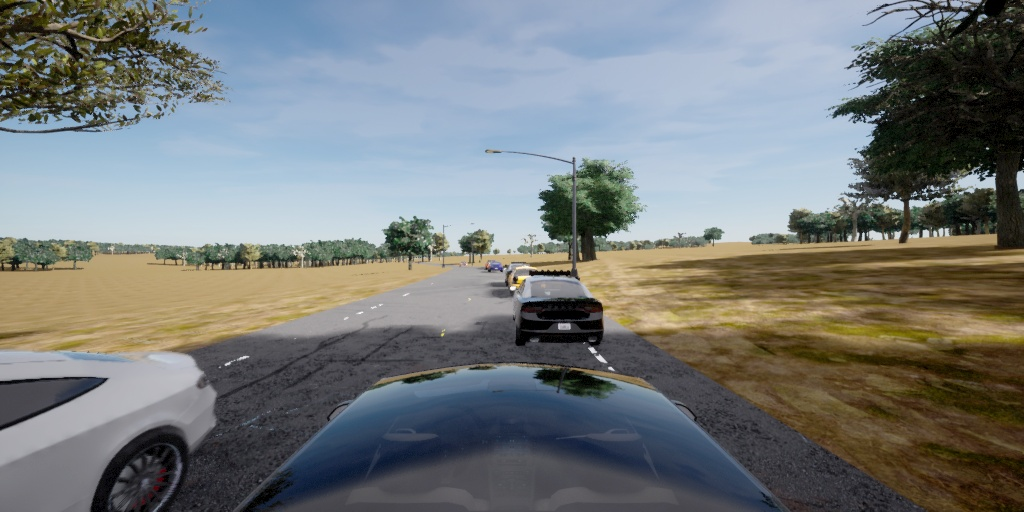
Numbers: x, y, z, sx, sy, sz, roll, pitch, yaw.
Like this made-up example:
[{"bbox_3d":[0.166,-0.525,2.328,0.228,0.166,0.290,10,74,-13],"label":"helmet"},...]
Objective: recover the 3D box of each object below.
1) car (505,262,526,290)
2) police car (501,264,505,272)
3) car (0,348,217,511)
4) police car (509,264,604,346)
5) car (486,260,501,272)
[{"bbox_3d":[0.718,1.241,19.773,1.801,1.575,5.366,0,0,-2],"label":"car"},{"bbox_3d":[0.460,1.223,25.722,1.930,1.638,5.238,0,0,-3],"label":"police car"},{"bbox_3d":[-3.550,1.275,1.330,1.812,1.442,4.674,0,0,0],"label":"car"},{"bbox_3d":[0.990,1.188,9.638,1.930,1.638,5.238,0,0,-1],"label":"police car"},{"bbox_3d":[-2.215,1.452,48.310,1.812,1.442,4.674,0,-1,-5],"label":"car"}]
